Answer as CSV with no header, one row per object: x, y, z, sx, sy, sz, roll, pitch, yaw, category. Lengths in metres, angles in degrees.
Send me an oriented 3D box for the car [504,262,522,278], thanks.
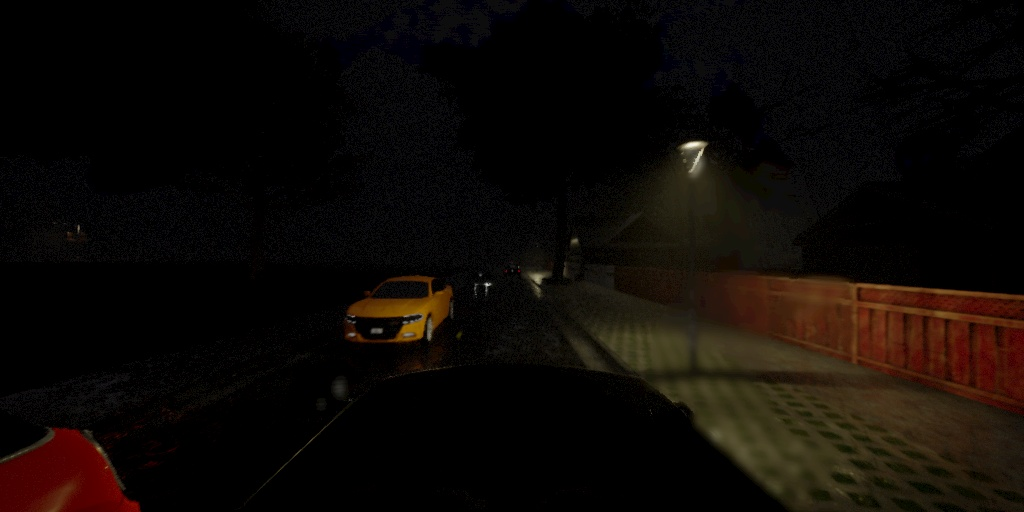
0.057,1.571,39.020,2.033,1.411,5.357,0,0,0,car

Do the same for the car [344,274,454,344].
-2.847,1.300,10.026,1.882,1.535,5.008,0,0,0,car

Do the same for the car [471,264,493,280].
-2.856,1.493,35.008,2.128,1.511,4.902,0,0,0,car
